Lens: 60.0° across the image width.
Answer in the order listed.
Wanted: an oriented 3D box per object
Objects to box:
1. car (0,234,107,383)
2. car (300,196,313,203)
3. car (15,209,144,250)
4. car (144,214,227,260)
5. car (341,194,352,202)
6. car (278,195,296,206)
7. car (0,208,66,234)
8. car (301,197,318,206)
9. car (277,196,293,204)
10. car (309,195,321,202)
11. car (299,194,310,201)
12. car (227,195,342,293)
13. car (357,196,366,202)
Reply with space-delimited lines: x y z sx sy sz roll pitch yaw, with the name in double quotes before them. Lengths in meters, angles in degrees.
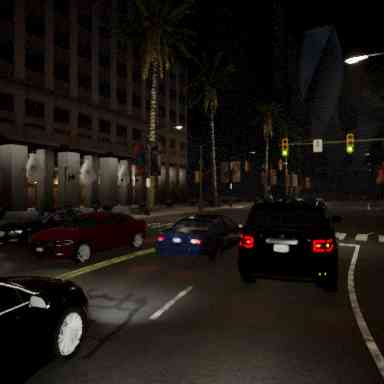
"car" -2.769 1.508 3.156 1.837 1.490 4.892 0 0 10
"car" 25.482 1.677 73.769 1.895 1.301 4.718 0 0 28
"car" -3.623 1.489 12.418 1.882 1.535 5.008 0 0 24
"car" 0.630 1.561 12.677 2.033 1.411 5.357 0 0 26
"car" 37.812 1.449 81.810 2.097 1.767 4.553 0 0 28
"car" 16.312 1.414 57.034 2.097 1.767 4.553 0 0 29
"car" -6.371 1.505 14.800 2.128 1.511 4.902 0 0 24
"car" 20.049 1.627 56.569 1.994 1.385 4.181 0 0 29
"car" 19.502 1.589 69.440 2.161 1.482 4.786 0 0 28
"car" 31.288 1.612 84.444 2.128 1.511 4.902 0 0 28
"car" 30.024 1.452 88.682 2.185 1.767 4.553 0 0 28
"car" 2.867 1.234 9.275 2.150 2.045 5.566 0 0 23
"car" 40.842 1.688 80.054 1.895 1.301 4.718 0 0 28
